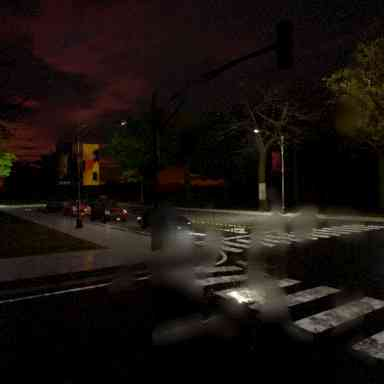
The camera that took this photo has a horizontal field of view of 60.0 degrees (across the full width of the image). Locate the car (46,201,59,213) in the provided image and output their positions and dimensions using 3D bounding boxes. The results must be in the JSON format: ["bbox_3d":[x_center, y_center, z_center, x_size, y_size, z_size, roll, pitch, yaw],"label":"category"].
[{"bbox_3d":[-18.867,2.035,46.121,1.882,1.535,5.008,-1,0,-35],"label":"car"}]

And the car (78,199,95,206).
[{"bbox_3d":[-21.172,2.100,66.661,1.994,1.385,4.181,-1,0,-35],"label":"car"}]

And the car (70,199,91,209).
[{"bbox_3d":[-19.674,2.079,58.683,2.033,1.411,5.357,-1,0,-35],"label":"car"}]

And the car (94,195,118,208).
[{"bbox_3d":[-15.054,1.653,57.916,2.150,2.045,5.566,-1,0,-35],"label":"car"}]

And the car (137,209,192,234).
[{"bbox_3d":[-2.002,1.819,22.046,2.033,1.411,5.357,-1,0,-29],"label":"car"}]

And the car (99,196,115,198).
[{"bbox_3d":[-13.811,1.782,50.373,2.097,1.767,4.553,-1,0,-35],"label":"car"}]

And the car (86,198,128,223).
[{"bbox_3d":[-7.500,1.717,29.798,2.097,1.767,4.553,-1,0,-35],"label":"car"}]

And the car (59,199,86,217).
[{"bbox_3d":[-13.110,1.812,37.817,2.097,1.767,4.553,-1,0,-35],"label":"car"}]
